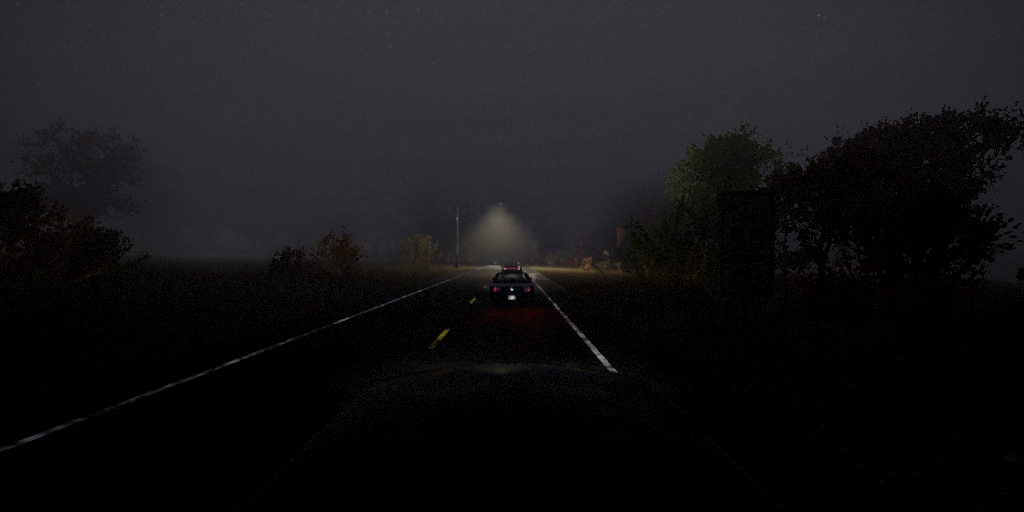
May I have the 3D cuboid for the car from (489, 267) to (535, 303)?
[{"bbox_3d":[0.000,1.365,16.532,1.895,1.301,4.718,0,0,0],"label":"car"}]

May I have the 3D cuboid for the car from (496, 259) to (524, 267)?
[{"bbox_3d":[0.000,1.251,31.503,2.128,1.511,4.902,0,0,0],"label":"car"}]
